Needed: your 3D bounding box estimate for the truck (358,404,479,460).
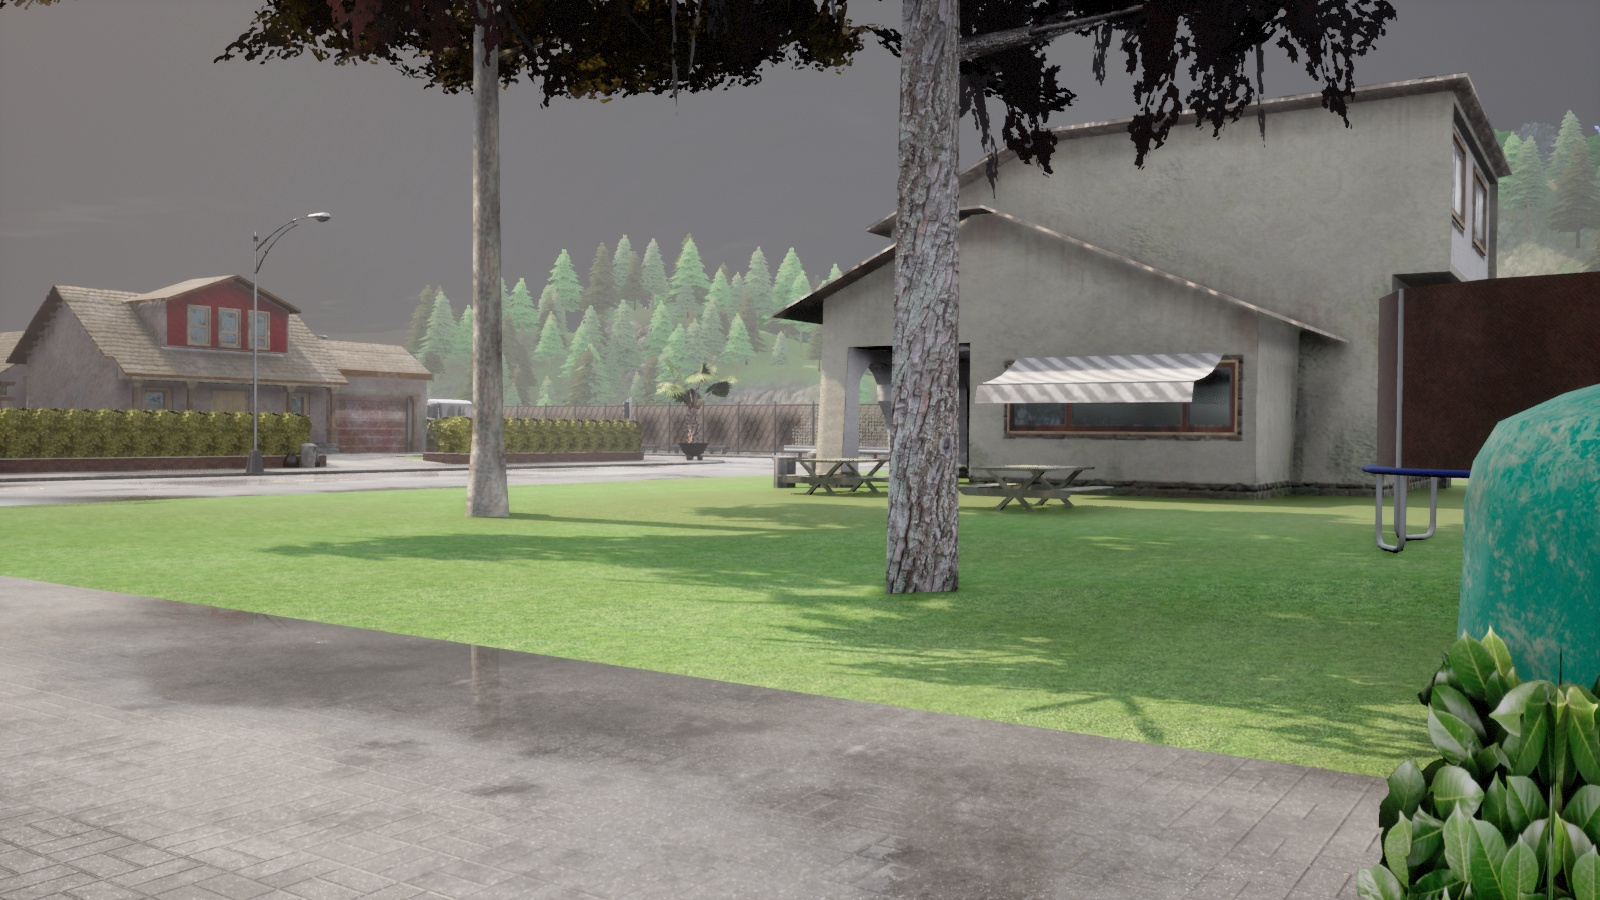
[{"bbox_3d":[-24.303,-1.120,79.790,7.936,3.462,2.891,0,1,33],"label":"truck"}]
